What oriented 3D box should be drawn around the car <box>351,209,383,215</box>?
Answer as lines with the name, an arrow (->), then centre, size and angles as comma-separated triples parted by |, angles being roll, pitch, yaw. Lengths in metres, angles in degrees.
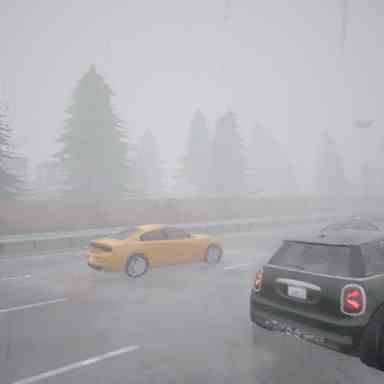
car -> 15.318, 2.111, 28.776 | 4.181, 1.385, 1.994 | 0, -2, -38

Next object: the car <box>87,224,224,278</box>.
car -> -1.088, 1.874, 11.645 | 5.008, 1.535, 1.882 | 0, -2, -38

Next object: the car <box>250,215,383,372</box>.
car -> 3.204, 1.479, 6.128 | 4.553, 1.767, 2.097 | 0, -2, -38
